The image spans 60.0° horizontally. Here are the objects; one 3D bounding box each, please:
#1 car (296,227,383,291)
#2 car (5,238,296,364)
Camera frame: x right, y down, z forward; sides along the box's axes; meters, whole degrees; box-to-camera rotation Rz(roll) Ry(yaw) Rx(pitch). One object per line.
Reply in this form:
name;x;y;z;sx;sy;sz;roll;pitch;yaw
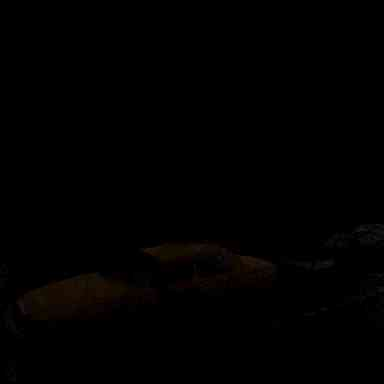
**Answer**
car;4.139;1.641;9.140;4.206;1.307;1.802;0;0;-36
car;-0.492;1.545;5.836;4.829;1.417;1.752;0;0;-36
